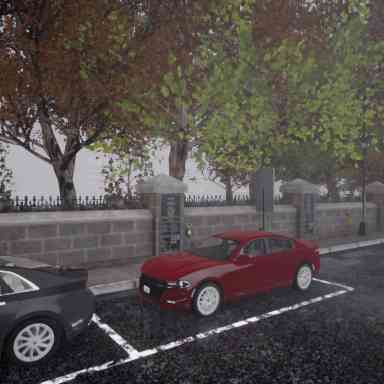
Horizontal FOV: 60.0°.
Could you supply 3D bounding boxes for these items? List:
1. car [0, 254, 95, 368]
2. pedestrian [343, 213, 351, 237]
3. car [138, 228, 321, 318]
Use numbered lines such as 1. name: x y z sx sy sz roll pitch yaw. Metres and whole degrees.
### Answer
1. car: -3.489 1.551 4.166 4.403 1.369 2.008 0 0 -35
2. pedestrian: 7.323 1.524 15.564 0.500 1.100 0.500 0 0 -35
3. car: 0.999 1.545 7.414 4.507 1.381 1.887 0 0 -35
